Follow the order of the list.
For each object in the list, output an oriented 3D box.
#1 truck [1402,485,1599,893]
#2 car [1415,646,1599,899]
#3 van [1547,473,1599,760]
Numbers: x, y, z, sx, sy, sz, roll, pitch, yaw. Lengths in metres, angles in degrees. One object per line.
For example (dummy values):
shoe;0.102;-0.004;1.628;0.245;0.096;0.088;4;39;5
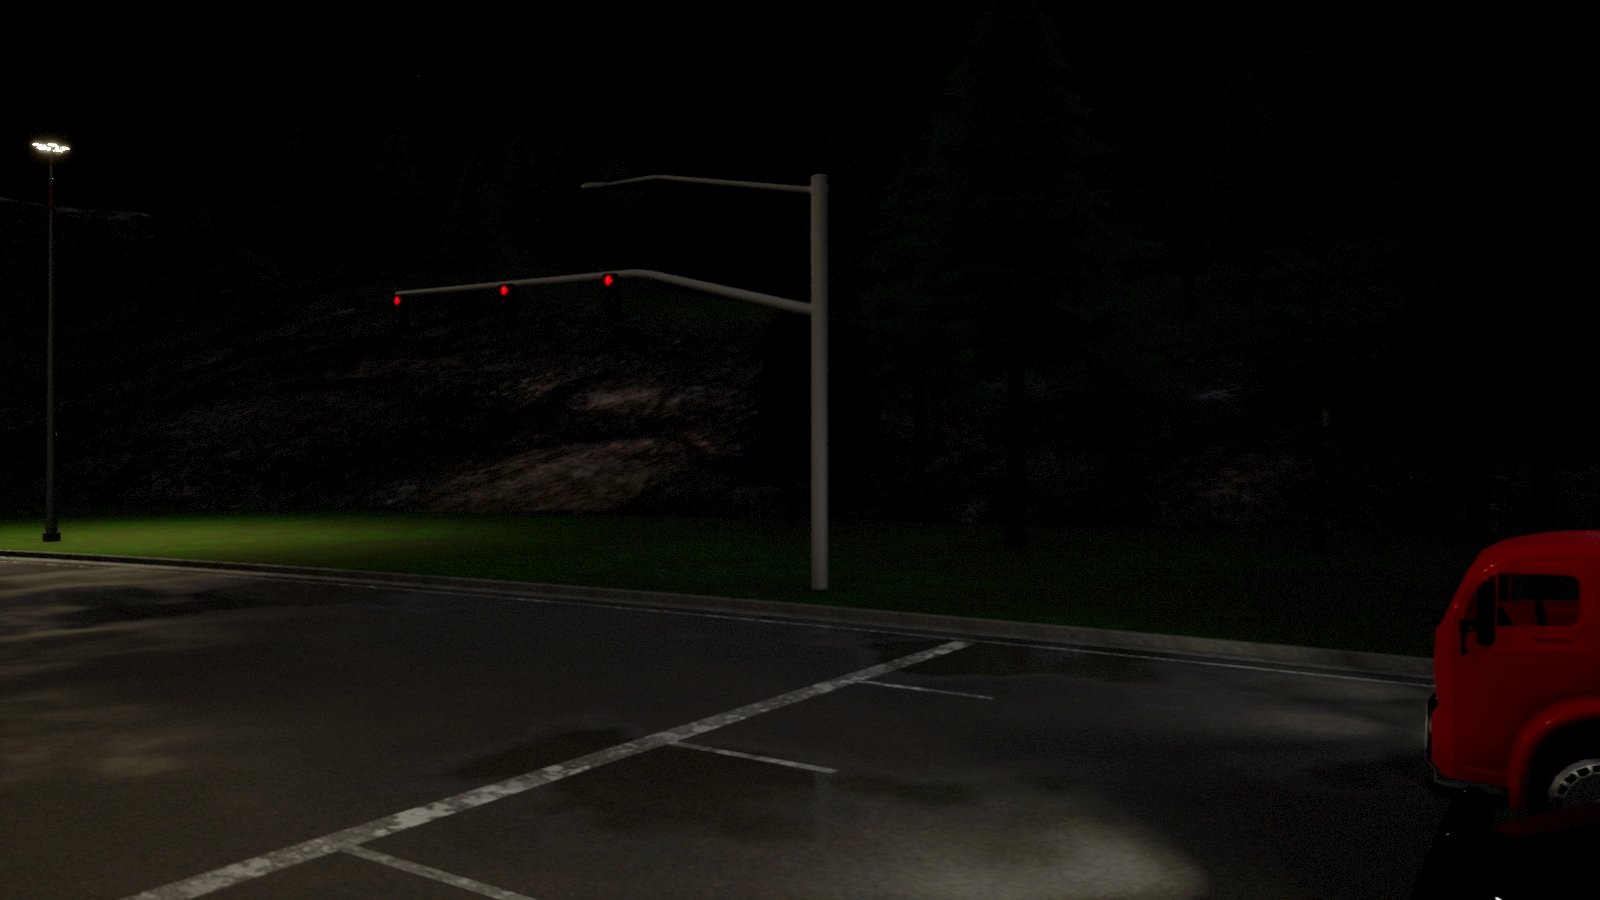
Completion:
truck;7.032;1.583;7.409;5.204;2.467;2.627;1;1;35
car;5.449;1.982;4.378;5.238;1.638;2.097;0;0;35
van;9.901;1.534;9.658;5.915;2.561;1.988;0;0;36
